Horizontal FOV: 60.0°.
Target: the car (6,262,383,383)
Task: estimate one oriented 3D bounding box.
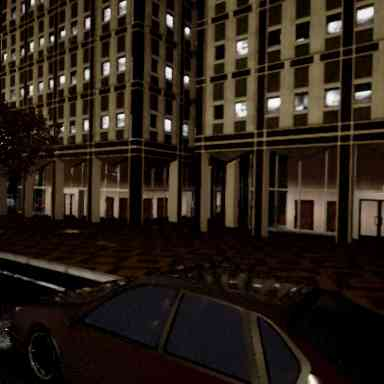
[{"bbox_3d":[0.108,1.548,3.607,5.357,1.411,2.033,0,0,36],"label":"car"}]
